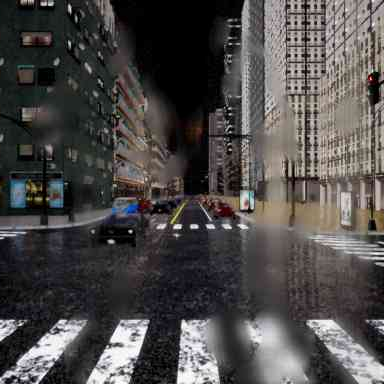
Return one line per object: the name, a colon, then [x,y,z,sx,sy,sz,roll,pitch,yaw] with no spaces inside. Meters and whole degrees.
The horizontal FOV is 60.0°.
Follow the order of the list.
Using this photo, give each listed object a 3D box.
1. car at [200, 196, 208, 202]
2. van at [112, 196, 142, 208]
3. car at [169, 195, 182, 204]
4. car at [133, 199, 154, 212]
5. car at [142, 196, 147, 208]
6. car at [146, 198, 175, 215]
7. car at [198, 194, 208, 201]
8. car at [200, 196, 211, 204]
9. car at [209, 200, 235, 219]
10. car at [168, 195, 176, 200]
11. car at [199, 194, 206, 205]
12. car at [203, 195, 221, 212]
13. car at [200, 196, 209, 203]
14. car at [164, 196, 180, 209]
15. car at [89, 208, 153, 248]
car: [2.733,1.637,78.197,1.802,1.307,4.206,0,0,0]
van: [-5.669,1.352,28.454,1.690,1.788,3.998,0,0,0]
car: [-2.971,1.639,63.915,1.895,1.301,4.718,0,0,0]
car: [-5.665,1.562,39.509,1.887,1.381,4.507,0,0,0]
car: [-5.666,1.329,33.981,2.192,1.841,5.009,0,0,0]
car: [-3.081,1.578,33.566,1.994,1.385,4.181,0,0,0]
car: [2.737,1.377,83.725,2.192,1.841,5.009,0,0,0]
car: [2.728,1.592,67.142,2.008,1.369,4.403,0,0,0]
car: [2.711,1.593,28.448,1.802,1.307,4.206,0,0,0]
car: [-5.640,1.643,94.785,1.947,1.339,4.313,0,0,0]
car: [2.724,1.470,56.087,1.967,1.590,4.097,0,0,0]
car: [2.717,1.457,39.504,1.967,1.590,4.097,0,0,0]
car: [2.731,1.593,72.670,1.887,1.381,4.507,0,0,0]
car: [-3.067,1.586,46.591,1.994,1.385,4.181,0,0,0]
car: [-3.092,1.605,14.976,1.895,1.301,4.718,0,0,0]
